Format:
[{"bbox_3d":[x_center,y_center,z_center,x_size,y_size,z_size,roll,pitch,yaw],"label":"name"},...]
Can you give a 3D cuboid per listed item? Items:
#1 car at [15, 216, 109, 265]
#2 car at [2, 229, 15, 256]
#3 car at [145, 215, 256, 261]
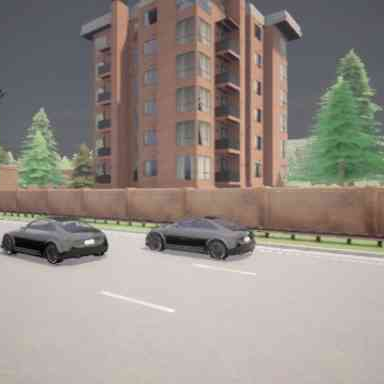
[{"bbox_3d":[-4.903,1.565,11.784,4.181,1.385,1.994,0,0,36],"label":"car"},{"bbox_3d":[-7.254,1.493,9.165,4.902,1.511,2.128,0,0,36],"label":"car"},{"bbox_3d":[0.236,1.565,12.412,4.181,1.385,1.994,0,0,36],"label":"car"}]
